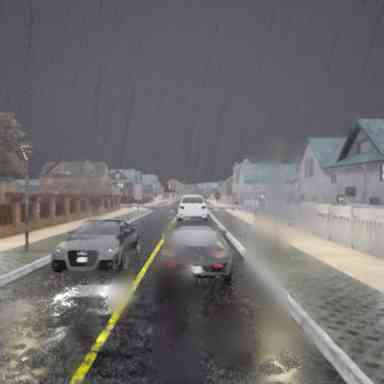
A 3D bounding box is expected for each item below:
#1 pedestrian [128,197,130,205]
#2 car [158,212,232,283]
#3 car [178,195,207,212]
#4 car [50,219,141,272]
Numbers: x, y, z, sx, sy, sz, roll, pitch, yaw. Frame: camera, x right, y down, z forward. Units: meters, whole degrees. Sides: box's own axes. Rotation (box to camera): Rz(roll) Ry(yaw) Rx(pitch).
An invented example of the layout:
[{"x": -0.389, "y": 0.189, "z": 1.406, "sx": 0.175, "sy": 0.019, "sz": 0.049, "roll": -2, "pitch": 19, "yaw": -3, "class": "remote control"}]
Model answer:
[{"x": -9.798, "y": 1.389, "z": 51.882, "sx": 0.500, "sy": 1.100, "sz": 0.500, "roll": 0, "pitch": 0, "yaw": 1, "class": "pedestrian"}, {"x": 0.076, "y": 1.549, "z": 9.650, "sx": 1.812, "sy": 1.442, "sz": 4.674, "roll": 0, "pitch": 0, "yaw": 0, "class": "car"}, {"x": 0.038, "y": 1.289, "z": 26.715, "sx": 2.150, "sy": 2.045, "sz": 5.566, "roll": 0, "pitch": 0, "yaw": -1, "class": "car"}, {"x": -2.873, "y": 1.590, "z": 10.706, "sx": 1.994, "sy": 1.385, "sz": 4.181, "roll": 0, "pitch": 0, "yaw": 0, "class": "car"}]
